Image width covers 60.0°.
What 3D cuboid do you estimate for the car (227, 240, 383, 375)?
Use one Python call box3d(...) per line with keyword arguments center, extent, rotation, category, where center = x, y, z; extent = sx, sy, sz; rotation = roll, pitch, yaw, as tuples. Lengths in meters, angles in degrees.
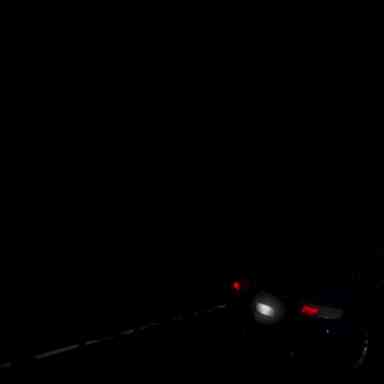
box3d(center=(2.610, 1.529, 5.610), extent=(4.181, 1.385, 1.994), rotation=(0, 0, -35), category="car")
